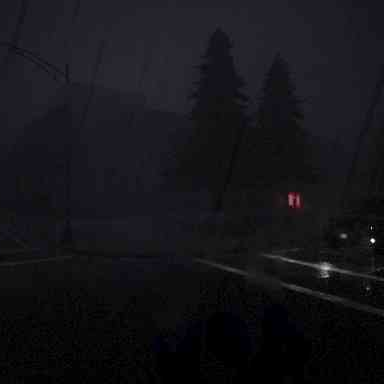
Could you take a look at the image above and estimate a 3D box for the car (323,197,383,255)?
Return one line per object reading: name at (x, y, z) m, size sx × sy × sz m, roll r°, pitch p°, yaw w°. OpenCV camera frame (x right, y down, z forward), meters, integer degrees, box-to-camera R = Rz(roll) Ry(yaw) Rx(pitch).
car at (7.729, 1.248, 13.728) m, size 5.566 × 2.045 × 2.150 m, roll 0°, pitch 0°, yaw -37°
